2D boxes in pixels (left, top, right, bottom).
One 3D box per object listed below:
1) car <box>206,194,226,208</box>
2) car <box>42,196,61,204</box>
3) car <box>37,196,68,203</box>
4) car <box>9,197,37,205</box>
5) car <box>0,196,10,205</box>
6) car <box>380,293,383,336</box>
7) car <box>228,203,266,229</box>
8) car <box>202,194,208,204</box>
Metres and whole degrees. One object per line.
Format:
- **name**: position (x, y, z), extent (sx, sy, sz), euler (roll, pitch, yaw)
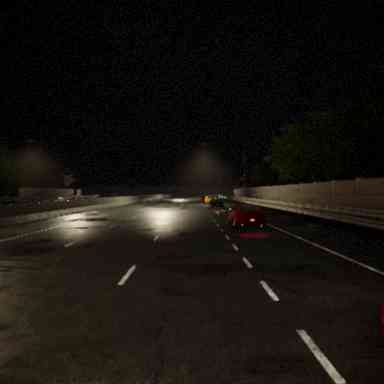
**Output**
- **car**: position (3.530, 1.498, 48.154), extent (2.128, 1.511, 4.902), euler (0, 0, 0)
- **car**: position (-27.939, 1.533, 66.254), extent (1.812, 1.442, 4.674), euler (0, 0, 0)
- **car**: position (-17.542, 1.497, 43.173), extent (2.128, 1.511, 4.902), euler (0, 0, 0)
- **car**: position (-21.039, 1.569, 42.817), extent (1.994, 1.385, 4.181), euler (0, 0, 0)
- **car**: position (-24.537, 1.356, 42.683), extent (2.097, 1.767, 4.553), euler (0, 0, 0)
- **car**: position (3.502, 1.475, 2.538), extent (1.882, 1.535, 5.008), euler (0, 0, 0)
- **car**: position (3.514, 1.477, 21.779), extent (1.882, 1.535, 5.008), euler (0, 0, 0)
- **car**: position (3.562, 1.507, 66.849), extent (1.882, 1.535, 5.008), euler (0, 0, 0)
